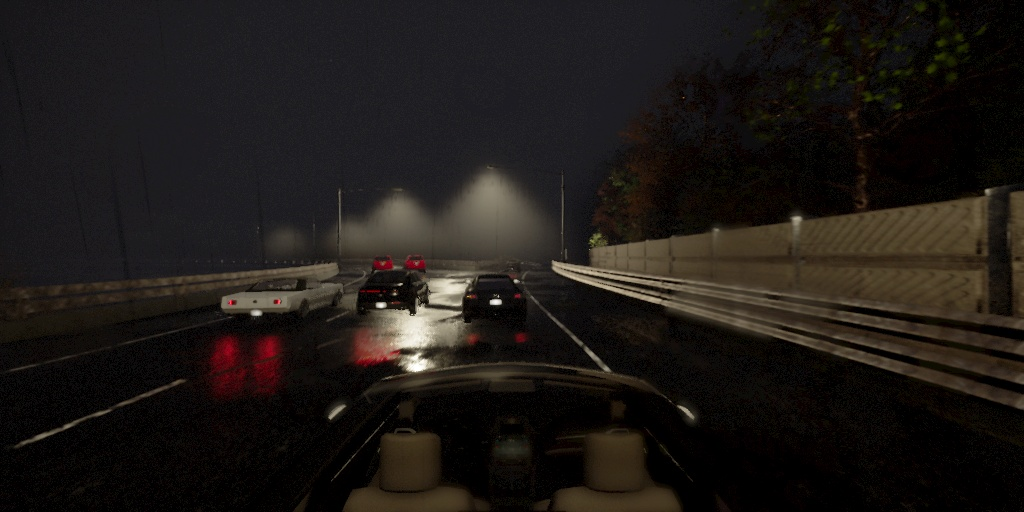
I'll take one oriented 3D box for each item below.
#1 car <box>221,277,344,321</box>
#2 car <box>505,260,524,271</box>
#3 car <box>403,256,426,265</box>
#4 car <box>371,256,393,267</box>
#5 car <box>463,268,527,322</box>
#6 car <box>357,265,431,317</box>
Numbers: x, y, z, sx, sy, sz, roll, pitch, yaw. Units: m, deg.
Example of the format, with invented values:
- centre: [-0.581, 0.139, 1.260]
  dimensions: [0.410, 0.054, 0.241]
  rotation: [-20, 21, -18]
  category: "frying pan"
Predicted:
- centre: [-7.645, 1.370, 12.622]
  dimensions: [1.895, 1.301, 4.718]
  rotation: [0, 0, -6]
  category: "car"
- centre: [0.247, 1.191, 42.784]
  dimensions: [1.837, 1.490, 4.892]
  rotation: [0, 0, 6]
  category: "car"
- centre: [-11.386, 0.965, 41.718]
  dimensions: [2.150, 2.045, 5.566]
  rotation: [0, 0, -21]
  category: "car"
- centre: [-14.760, 0.981, 40.821]
  dimensions: [2.150, 2.045, 5.566]
  rotation: [0, 0, -21]
  category: "car"
- centre: [-0.654, 1.301, 12.334]
  dimensions: [1.994, 1.385, 4.181]
  rotation: [0, 0, -5]
  category: "car"
- centre: [-4.252, 1.257, 13.389]
  dimensions: [1.837, 1.490, 4.892]
  rotation: [0, 0, -6]
  category: "car"
